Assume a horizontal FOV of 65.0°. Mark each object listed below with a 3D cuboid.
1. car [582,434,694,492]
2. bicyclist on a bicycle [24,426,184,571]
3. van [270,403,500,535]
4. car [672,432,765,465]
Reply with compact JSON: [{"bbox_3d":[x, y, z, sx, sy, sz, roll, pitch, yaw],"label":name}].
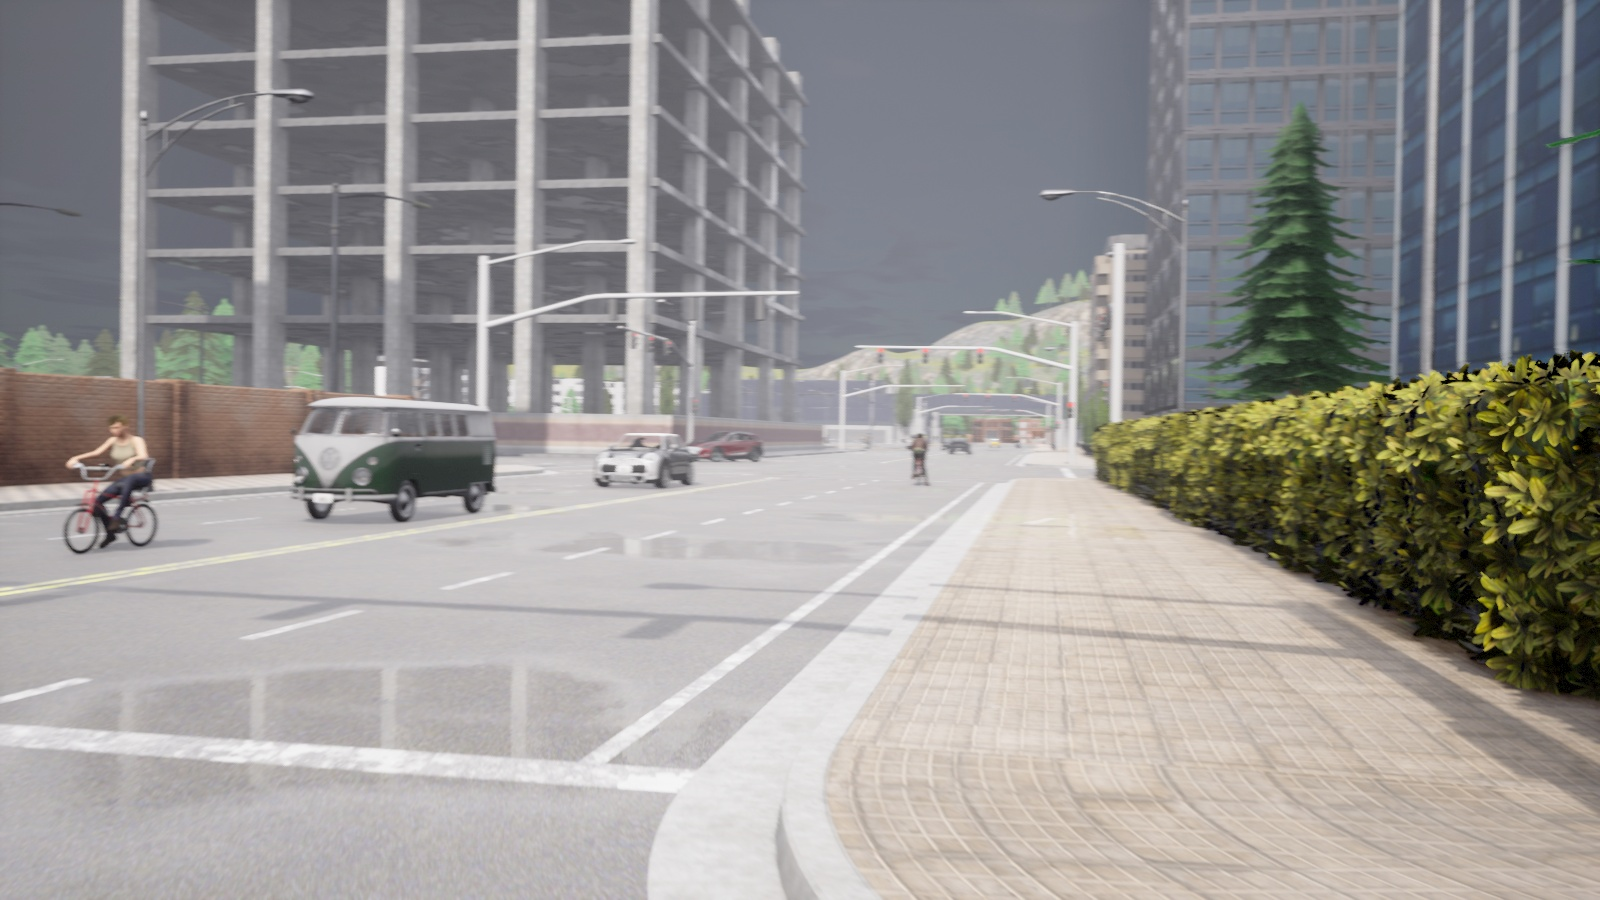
[{"bbox_3d":[-4.373,0.312,34.509,1.970,1.475,3.806,0,1,11],"label":"car"},{"bbox_3d":[-8.108,0.526,14.710,0.866,1.612,1.509,0,1,11],"label":"bicyclist on a bicycle"},{"bbox_3d":[-6.863,0.261,21.327,1.775,1.987,4.442,0,1,11],"label":"van"},{"bbox_3d":[-4.250,-0.104,66.118,2.033,1.649,4.856,1,1,41],"label":"car"}]
